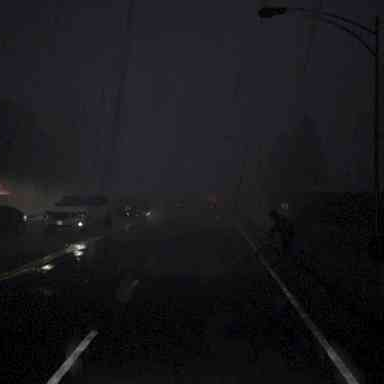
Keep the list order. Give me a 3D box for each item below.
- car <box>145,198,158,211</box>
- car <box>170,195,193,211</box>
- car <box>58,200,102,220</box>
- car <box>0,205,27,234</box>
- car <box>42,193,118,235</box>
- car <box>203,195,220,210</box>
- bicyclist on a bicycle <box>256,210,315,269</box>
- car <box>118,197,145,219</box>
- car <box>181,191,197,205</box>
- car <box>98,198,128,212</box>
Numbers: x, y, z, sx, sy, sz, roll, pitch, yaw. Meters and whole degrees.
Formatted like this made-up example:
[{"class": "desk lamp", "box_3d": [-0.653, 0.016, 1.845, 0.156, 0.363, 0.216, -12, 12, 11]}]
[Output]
[{"class": "car", "box_3d": [-4.952, 1.340, 36.509, 1.994, 1.385, 4.181, 0, 0, 4]}, {"class": "car", "box_3d": [-1.318, 1.342, 37.044, 1.994, 1.385, 4.181, 0, 0, 4]}, {"class": "car", "box_3d": [-8.993, 1.422, 27.150, 1.994, 1.385, 4.181, 0, 0, 3]}, {"class": "car", "box_3d": [-9.777, 1.403, 15.722, 1.837, 1.490, 4.892, 0, 0, 3]}, {"class": "car", "box_3d": [-6.104, 1.105, 18.513, 2.150, 2.045, 5.566, 0, 0, 3]}, {"class": "car", "box_3d": [2.251, 1.377, 37.995, 1.895, 1.301, 4.718, 0, 0, 4]}, {"class": "bicyclist on a bicycle", "box_3d": [2.564, 1.317, 9.390, 1.656, 1.620, 0.582, -9, 0, 3]}, {"class": "car", "box_3d": [-5.497, 1.226, 26.969, 2.097, 1.767, 4.553, 0, 0, 3]}, {"class": "car", "box_3d": [-0.560, 0.923, 49.900, 2.150, 2.045, 5.566, 0, 0, 4]}, {"class": "car", "box_3d": [-8.486, 1.376, 36.155, 1.895, 1.301, 4.718, 0, 0, 4]}]
